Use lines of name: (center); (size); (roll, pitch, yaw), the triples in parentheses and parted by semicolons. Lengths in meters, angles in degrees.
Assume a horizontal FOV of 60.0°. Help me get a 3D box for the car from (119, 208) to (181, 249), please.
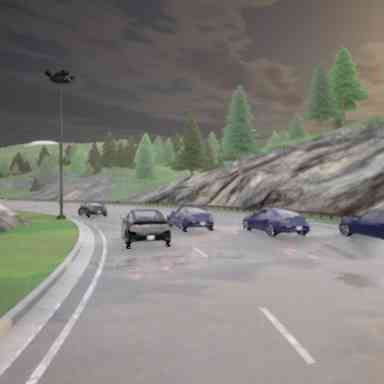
car: (-2.169, 1.517, 14.918); (2.128, 1.511, 4.902); (0, 0, -15)

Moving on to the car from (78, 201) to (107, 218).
car: (-9.418, 1.617, 31.447); (1.812, 1.442, 4.674); (0, 0, -32)

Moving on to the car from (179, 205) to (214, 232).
car: (-0.151, 1.539, 20.211); (1.812, 1.442, 4.674); (0, 0, -19)

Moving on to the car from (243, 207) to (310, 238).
car: (4.338, 1.503, 17.546); (1.812, 1.442, 4.674); (0, 0, -15)

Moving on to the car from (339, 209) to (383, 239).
car: (8.633, 1.468, 14.837); (1.812, 1.442, 4.674); (0, 0, -12)
